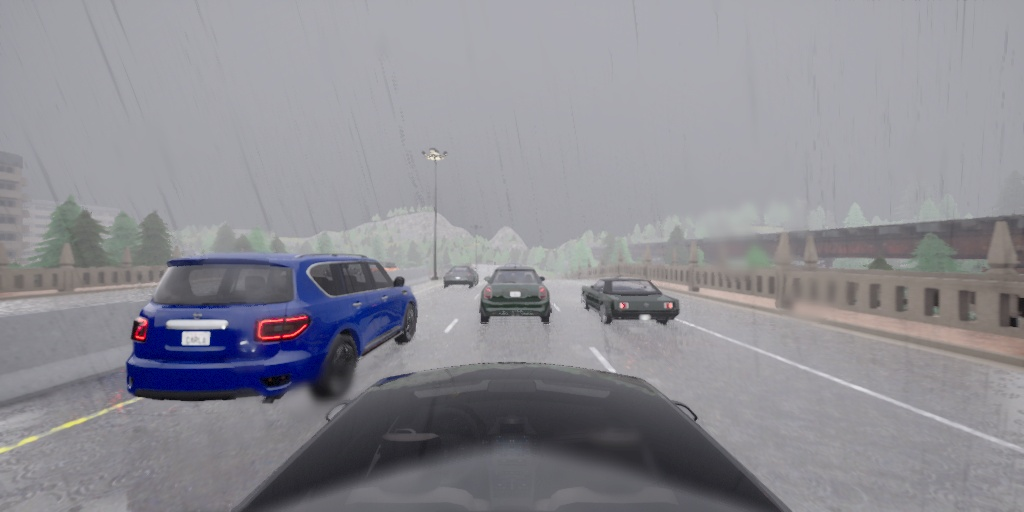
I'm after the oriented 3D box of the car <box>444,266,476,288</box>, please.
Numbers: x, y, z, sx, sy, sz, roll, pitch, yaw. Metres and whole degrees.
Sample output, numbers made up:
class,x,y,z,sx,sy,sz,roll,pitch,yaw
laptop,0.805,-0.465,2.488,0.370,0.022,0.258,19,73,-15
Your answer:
class,x,y,z,sx,sy,sz,roll,pitch,yaw
car,-3.410,1.369,24.608,1.994,1.385,4.181,0,0,0

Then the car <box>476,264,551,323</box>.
class,x,y,z,sx,sy,sz,roll,pitch,yaw
car,0.096,1.124,12.402,2.097,1.767,4.553,0,0,0

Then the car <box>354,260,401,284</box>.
class,x,y,z,sx,sy,sz,roll,pitch,yaw
car,-10.608,1.217,28.707,2.097,1.767,4.553,0,-1,0

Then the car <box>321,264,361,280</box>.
class,x,y,z,sx,sy,sz,roll,pitch,yaw
car,-17.606,1.700,37.259,1.837,1.490,4.892,0,-3,0

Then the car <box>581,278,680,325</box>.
class,x,y,z,sx,sy,sz,roll,pitch,yaw
car,3.596,1.373,11.899,1.895,1.301,4.718,0,0,0

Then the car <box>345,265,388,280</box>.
class,x,y,z,sx,sy,sz,roll,pitch,yaw
car,-14.110,1.638,35.169,2.033,1.411,5.357,0,-3,0

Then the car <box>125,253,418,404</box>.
class,x,y,z,sx,sy,sz,roll,pitch,yaw
car,-3.402,0.982,6.542,2.150,2.045,5.566,0,0,0

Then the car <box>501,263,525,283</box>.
class,x,y,z,sx,sy,sz,roll,pitch,yaw
car,0.087,1.396,30.701,1.882,1.535,5.008,0,-2,0
